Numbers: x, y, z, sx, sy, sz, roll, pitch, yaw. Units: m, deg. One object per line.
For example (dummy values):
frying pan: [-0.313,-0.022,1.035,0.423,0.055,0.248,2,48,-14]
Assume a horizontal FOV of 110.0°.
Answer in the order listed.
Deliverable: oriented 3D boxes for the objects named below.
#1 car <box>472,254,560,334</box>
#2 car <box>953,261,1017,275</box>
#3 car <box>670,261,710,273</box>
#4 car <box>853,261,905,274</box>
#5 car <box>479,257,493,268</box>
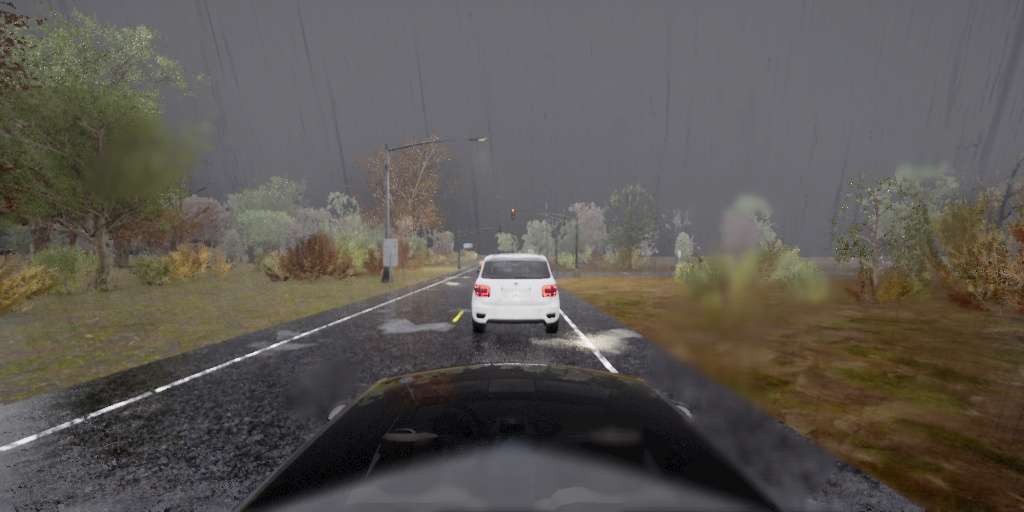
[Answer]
car: [0.086,0.963,10.752,2.150,2.045,5.566,0,0,0]
car: [49.064,1.245,37.129,4.902,1.511,2.128,0,0,5]
car: [20.597,1.289,41.603,4.181,1.385,1.994,0,0,1]
car: [41.767,1.266,40.791,4.674,1.442,1.812,0,0,4]
car: [-4.283,1.048,59.461,2.097,1.767,4.553,0,0,-1]
